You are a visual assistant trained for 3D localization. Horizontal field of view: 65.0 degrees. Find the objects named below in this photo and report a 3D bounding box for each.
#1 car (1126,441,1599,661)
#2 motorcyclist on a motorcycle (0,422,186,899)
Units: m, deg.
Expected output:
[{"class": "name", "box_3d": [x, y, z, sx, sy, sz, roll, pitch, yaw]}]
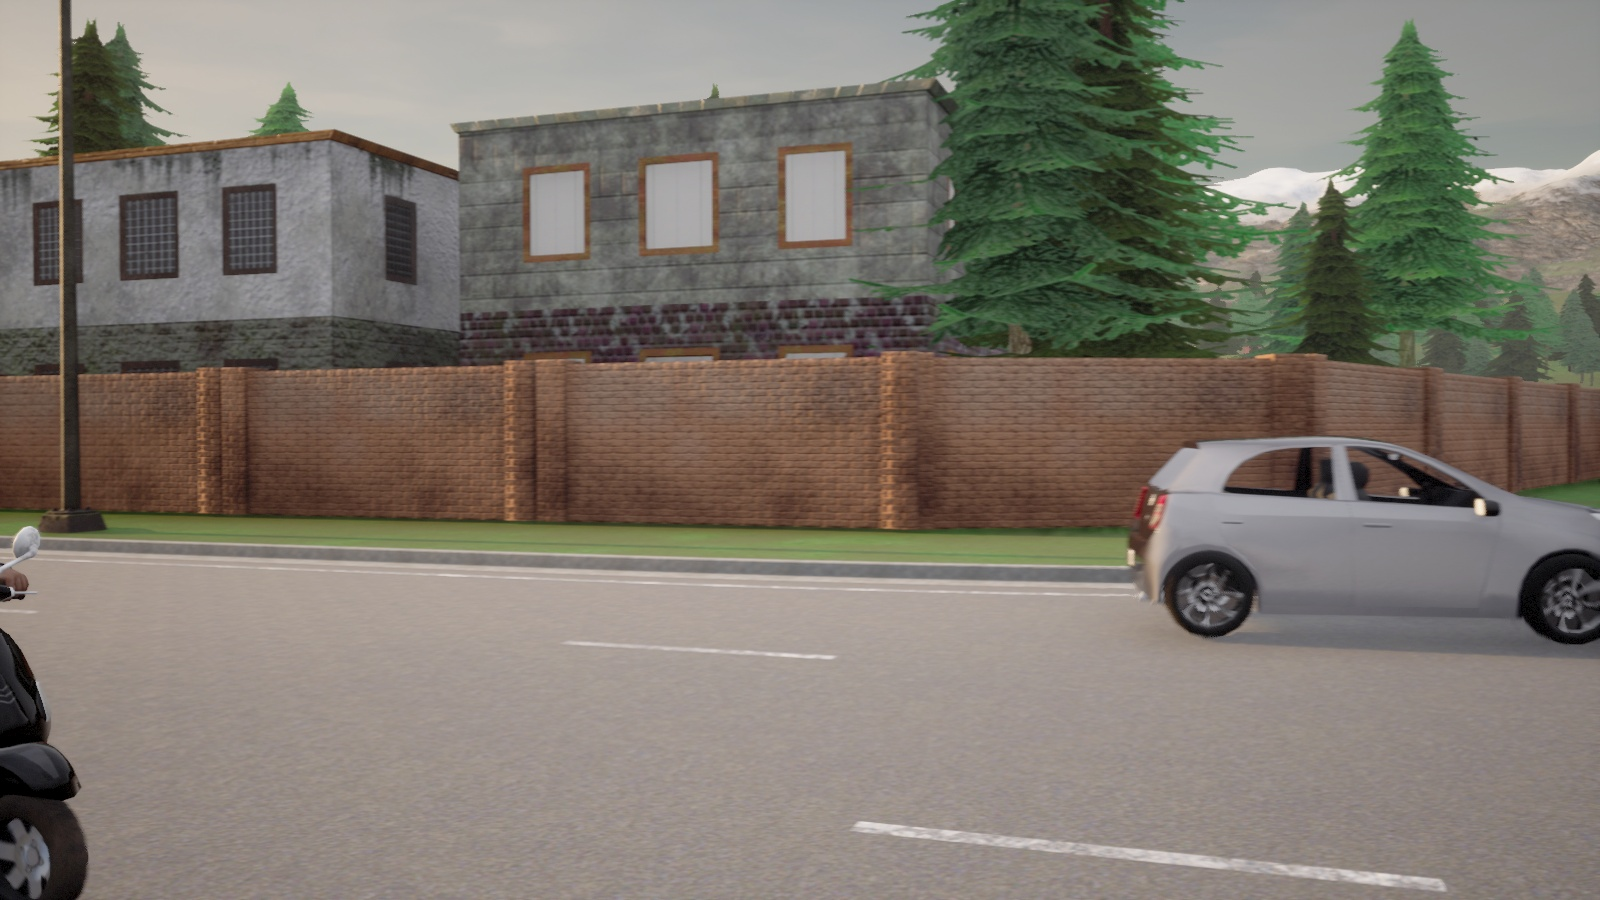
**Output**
[{"class": "car", "box_3d": [4.537, 0.699, 9.881, 3.633, 1.501, 1.845, 0, 1, 9]}, {"class": "motorcyclist on a motorcycle", "box_3d": [-3.137, 0.700, 4.248, 1.817, 1.590, 0.866, 1, 1, 19]}]
